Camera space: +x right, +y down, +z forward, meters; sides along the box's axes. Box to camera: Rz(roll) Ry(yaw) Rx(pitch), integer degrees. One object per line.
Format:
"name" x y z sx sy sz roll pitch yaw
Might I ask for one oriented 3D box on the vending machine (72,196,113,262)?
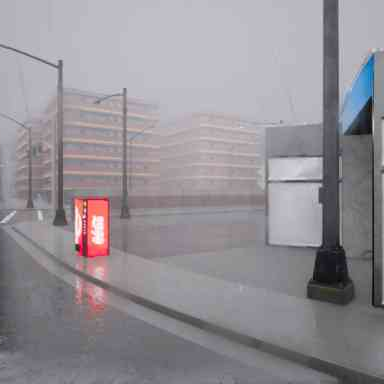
"vending machine" -3.388 1.195 11.293 1.100 2.100 0.880 0 0 -36
